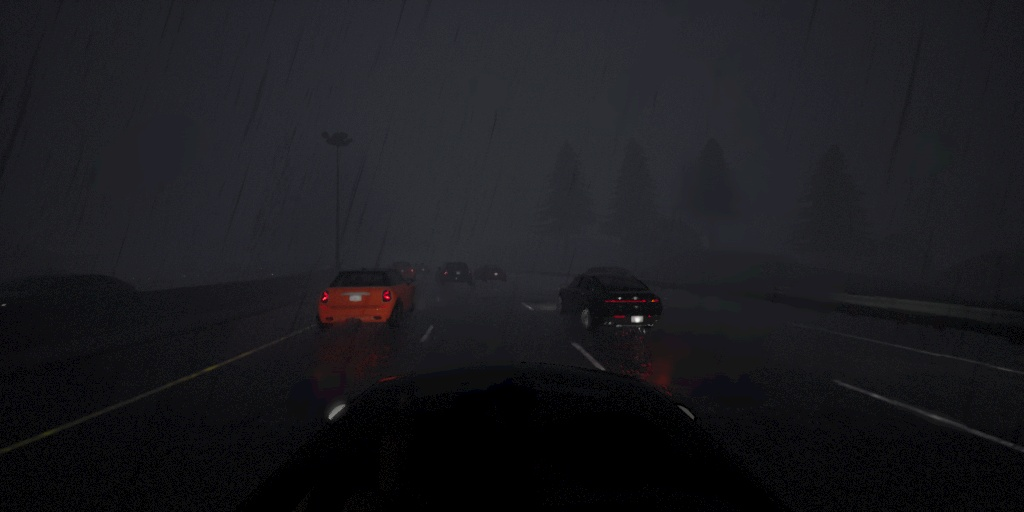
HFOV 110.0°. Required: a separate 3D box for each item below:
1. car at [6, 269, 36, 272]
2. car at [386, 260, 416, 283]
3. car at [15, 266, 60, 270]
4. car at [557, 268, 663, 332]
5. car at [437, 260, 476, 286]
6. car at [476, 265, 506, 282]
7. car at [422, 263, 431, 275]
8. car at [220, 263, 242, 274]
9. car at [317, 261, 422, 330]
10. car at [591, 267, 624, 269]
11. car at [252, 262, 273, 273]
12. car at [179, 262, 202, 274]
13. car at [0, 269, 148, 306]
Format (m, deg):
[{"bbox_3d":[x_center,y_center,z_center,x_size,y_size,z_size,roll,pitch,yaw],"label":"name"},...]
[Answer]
[{"bbox_3d":[-18.560,1.338,10.868,2.128,1.511,4.902,0,0,-9],"label":"car"},{"bbox_3d":[-9.622,1.227,30.804,2.097,1.767,4.553,0,0,-22],"label":"car"},{"bbox_3d":[-28.493,1.393,21.255,1.882,1.535,5.008,0,0,-21],"label":"car"},{"bbox_3d":[2.724,1.273,11.004,1.837,1.490,4.892,0,0,-7],"label":"car"},{"bbox_3d":[-4.324,1.196,26.487,2.097,1.767,4.553,0,0,-18],"label":"car"},{"bbox_3d":[-1.941,1.409,30.353,1.994,1.385,4.181,0,0,-19],"label":"car"},{"bbox_3d":[-10.701,1.475,41.001,1.994,1.385,4.181,0,0,-29],"label":"car"},{"bbox_3d":[-37.045,1.574,47.144,2.033,1.411,5.357,0,0,-44],"label":"car"},{"bbox_3d":[-4.391,1.149,11.597,2.097,1.767,4.553,0,0,-7],"label":"car"},{"bbox_3d":[4.909,1.291,19.211,1.837,1.490,4.892,0,0,-11],"label":"car"},{"bbox_3d":[-34.458,1.529,49.424,1.837,1.490,4.892,0,0,-44],"label":"car"},{"bbox_3d":[-42.895,1.554,47.739,4.892,1.490,1.837,0,0,42],"label":"car"},{"bbox_3d":[-15.175,1.342,11.823,1.837,1.490,4.892,0,0,-10],"label":"car"}]
